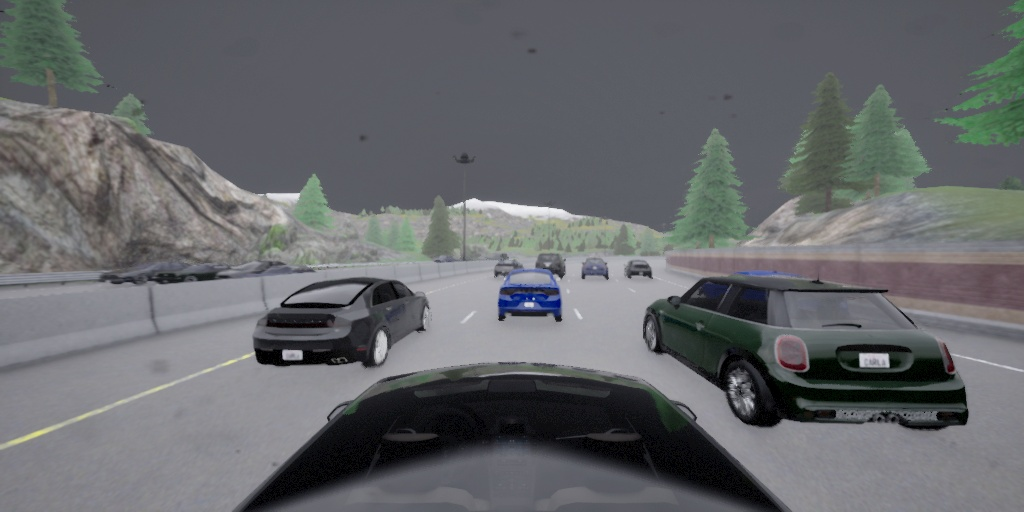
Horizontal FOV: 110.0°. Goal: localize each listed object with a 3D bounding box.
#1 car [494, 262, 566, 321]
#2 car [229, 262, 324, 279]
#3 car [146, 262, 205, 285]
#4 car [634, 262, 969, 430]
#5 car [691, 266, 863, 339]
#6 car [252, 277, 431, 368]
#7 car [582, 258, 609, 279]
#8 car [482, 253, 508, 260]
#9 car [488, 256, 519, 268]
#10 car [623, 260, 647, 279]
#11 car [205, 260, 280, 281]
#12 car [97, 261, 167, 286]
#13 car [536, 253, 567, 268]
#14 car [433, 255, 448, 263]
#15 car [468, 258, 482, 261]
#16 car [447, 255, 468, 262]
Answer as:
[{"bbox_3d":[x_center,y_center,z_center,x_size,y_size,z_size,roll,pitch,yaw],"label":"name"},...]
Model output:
[{"bbox_3d":[0.648,1.153,12.177,1.882,1.535,5.008,0,0,4],"label":"car"},{"bbox_3d":[-12.781,1.173,20.112,1.895,1.301,4.718,0,0,7],"label":"car"},{"bbox_3d":[-19.494,1.132,22.679,1.895,1.301,4.718,0,0,8],"label":"car"},{"bbox_3d":[3.793,1.083,5.812,2.097,1.767,4.553,0,0,2],"label":"car"},{"bbox_3d":[7.579,1.183,11.077,1.882,1.535,5.008,0,0,4],"label":"car"},{"bbox_3d":[-3.149,1.200,7.720,1.837,1.490,4.892,0,0,2],"label":"car"},{"bbox_3d":[6.943,0.915,30.115,2.097,1.767,4.553,0,0,12],"label":"car"},{"bbox_3d":[-2.352,0.540,59.118,2.150,2.045,5.566,0,0,23],"label":"car"},{"bbox_3d":[-0.176,1.030,30.318,2.128,1.511,4.902,0,0,12],"label":"car"},{"bbox_3d":[10.503,1.080,30.066,1.837,1.490,4.892,0,0,13],"label":"car"},{"bbox_3d":[-15.951,1.048,22.585,1.837,1.490,4.892,0,0,8],"label":"car"},{"bbox_3d":[-22.954,1.062,23.332,2.033,1.411,5.357,0,0,8],"label":"car"},{"bbox_3d":[3.253,0.775,29.768,2.150,2.045,5.566,0,0,12],"label":"car"},{"bbox_3d":[-11.957,0.609,63.277,2.097,1.767,4.553,0,0,22],"label":"car"},{"bbox_3d":[-4.890,0.836,62.121,2.033,1.411,5.357,0,0,23],"label":"car"},{"bbox_3d":[-8.674,0.876,62.193,1.895,1.301,4.718,0,0,23],"label":"car"}]
